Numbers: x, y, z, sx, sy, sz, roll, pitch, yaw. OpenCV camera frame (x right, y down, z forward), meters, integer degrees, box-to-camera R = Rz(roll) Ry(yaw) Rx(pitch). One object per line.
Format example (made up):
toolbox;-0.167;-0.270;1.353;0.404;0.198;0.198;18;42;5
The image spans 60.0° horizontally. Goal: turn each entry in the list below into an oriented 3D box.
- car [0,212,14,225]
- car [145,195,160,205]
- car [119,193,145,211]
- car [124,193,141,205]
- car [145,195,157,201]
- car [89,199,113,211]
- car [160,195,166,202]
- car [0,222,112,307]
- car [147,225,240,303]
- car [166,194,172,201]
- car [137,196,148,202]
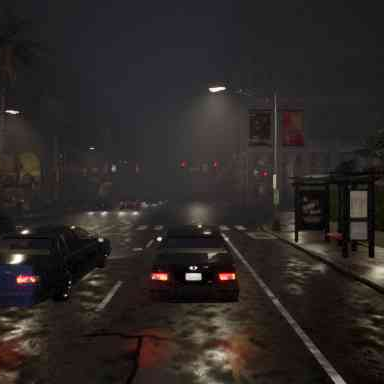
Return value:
car;-10.702;1.564;16.584;1.994;1.385;4.181;0;0;0
car;-7.501;1.504;61.163;1.837;1.490;4.892;0;0;0
car;-7.379;1.352;39.956;2.097;1.767;4.553;0;0;0
car;-11.000;1.222;62.114;2.150;2.045;5.566;0;0;0
car;-10.803;1.539;87.877;2.033;1.411;5.357;0;0;6
car;-10.880;1.525;39.996;1.812;1.442;4.674;0;0;0
car;-7.545;1.499;74.901;1.837;1.490;4.892;0;0;0
car;-3.475;1.547;8.215;2.033;1.411;5.357;0;0;0
car;0.025;1.547;8.400;2.033;1.411;5.357;0;0;0
car;-7.253;1.524;88.035;1.812;1.442;4.674;0;0;6
car;-11.045;1.595;74.899;1.895;1.301;4.718;0;0;0
